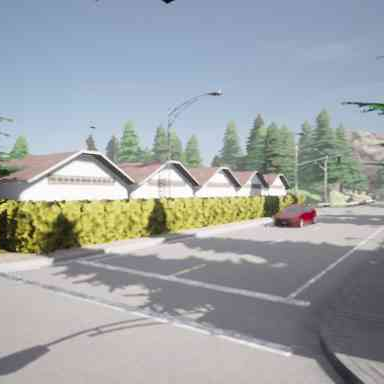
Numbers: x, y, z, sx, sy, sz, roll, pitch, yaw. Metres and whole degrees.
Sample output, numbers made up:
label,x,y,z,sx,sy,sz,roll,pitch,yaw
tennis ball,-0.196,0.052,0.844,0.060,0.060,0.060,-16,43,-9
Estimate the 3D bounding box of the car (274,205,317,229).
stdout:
label,x,y,z,sx,sy,sz,roll,pitch,yaw
car,7.530,1.709,24.028,1.882,1.535,5.008,0,1,36
